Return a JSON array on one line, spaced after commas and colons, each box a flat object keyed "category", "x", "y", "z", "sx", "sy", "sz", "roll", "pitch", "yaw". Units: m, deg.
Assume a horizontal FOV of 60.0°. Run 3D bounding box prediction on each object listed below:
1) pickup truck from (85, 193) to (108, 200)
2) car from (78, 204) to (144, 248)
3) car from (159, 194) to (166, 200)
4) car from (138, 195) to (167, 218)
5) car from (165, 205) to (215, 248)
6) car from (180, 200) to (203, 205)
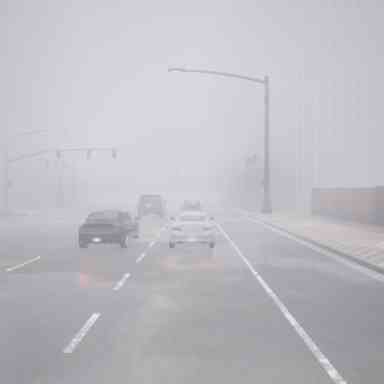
[{"category": "pickup truck", "x": -24.787, "y": 1.057, "z": 86.835, "sx": 2.390, "sy": 2.098, "sz": 6.274, "roll": 0, "pitch": 0, "yaw": 30}, {"category": "car", "x": -3.500, "y": 1.515, "z": 14.650, "sx": 1.837, "sy": 1.490, "sz": 4.892, "roll": 0, "pitch": 0, "yaw": 0}, {"category": "car", "x": -8.270, "y": 1.462, "z": 93.564, "sx": 1.882, "sy": 1.535, "sz": 5.008, "roll": 0, "pitch": 0, "yaw": -1}, {"category": "car", "x": -3.538, "y": 1.257, "z": 29.701, "sx": 2.150, "sy": 2.045, "sz": 5.566, "roll": 0, "pitch": 0, "yaw": -1}, {"category": "car", "x": 0.000, "y": 1.532, "z": 14.650, "sx": 1.812, "sy": 1.442, "sz": 4.674, "roll": 0, "pitch": 0, "yaw": 0}, {"category": "car", "x": -0.038, "y": 1.494, "z": 29.715, "sx": 2.128, "sy": 1.511, "sz": 4.902, "roll": 0, "pitch": 0, "yaw": -1}]
